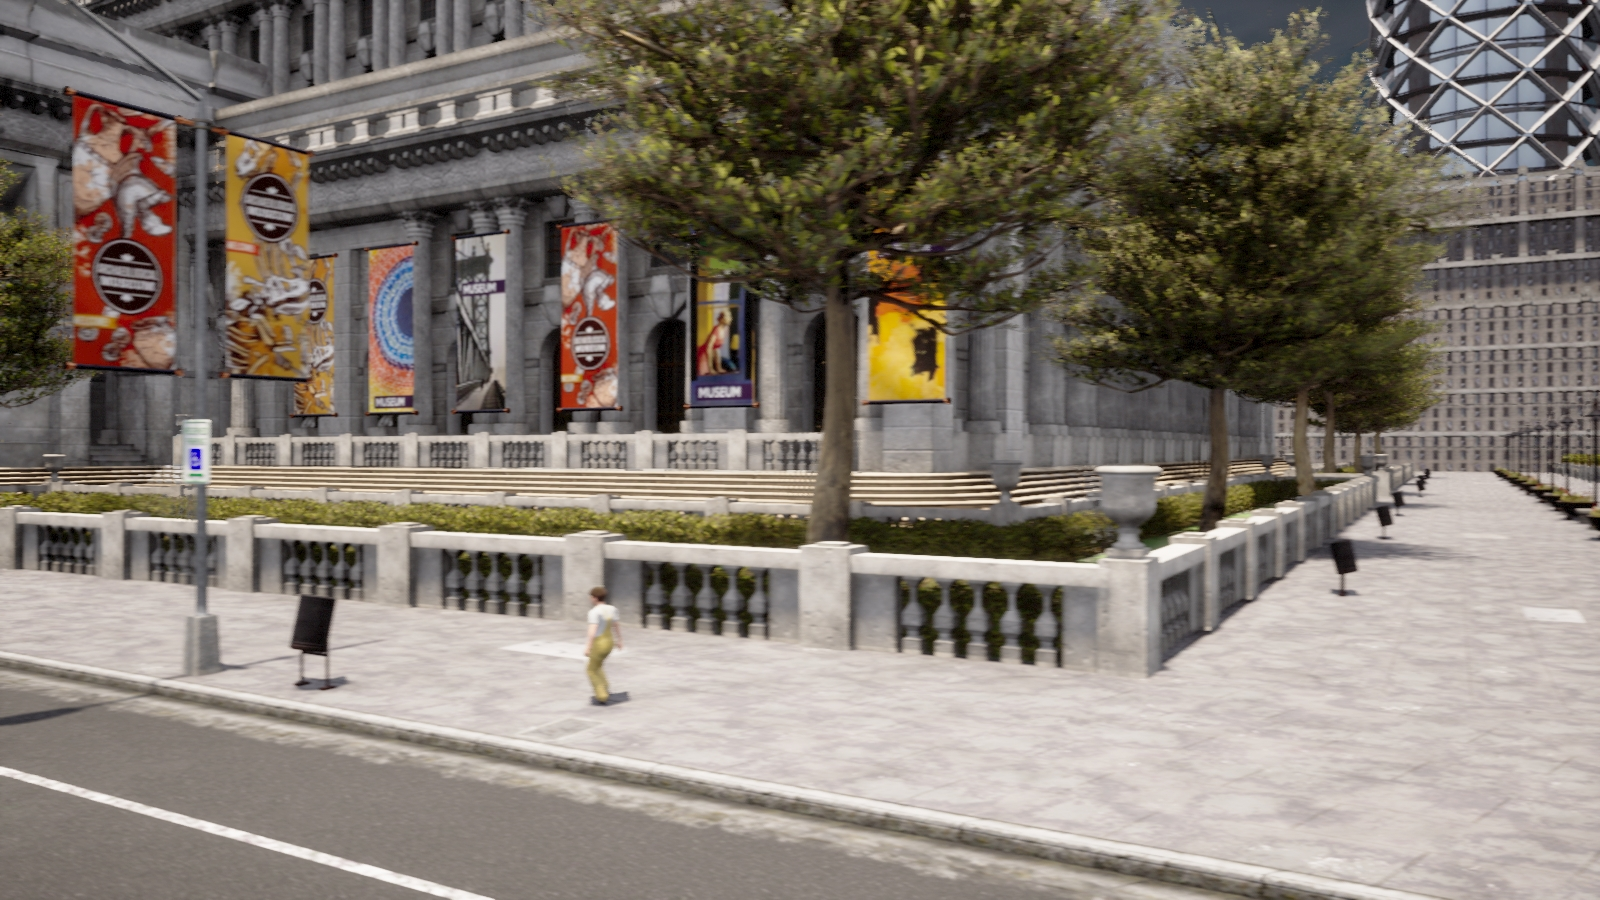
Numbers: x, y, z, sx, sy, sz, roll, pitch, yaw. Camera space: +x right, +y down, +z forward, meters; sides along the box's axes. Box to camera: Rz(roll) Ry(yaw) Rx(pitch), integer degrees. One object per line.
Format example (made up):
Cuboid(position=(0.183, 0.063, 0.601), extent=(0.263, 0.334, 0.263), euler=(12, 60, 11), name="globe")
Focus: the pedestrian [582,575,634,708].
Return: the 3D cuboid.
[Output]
Cuboid(position=(-1.995, 1.972, 11.863), extent=(0.375, 1.300, 0.375), euler=(0, 0, 32), name="pedestrian")
